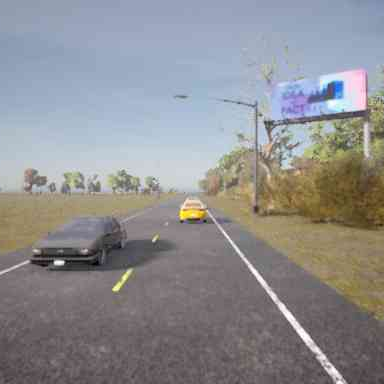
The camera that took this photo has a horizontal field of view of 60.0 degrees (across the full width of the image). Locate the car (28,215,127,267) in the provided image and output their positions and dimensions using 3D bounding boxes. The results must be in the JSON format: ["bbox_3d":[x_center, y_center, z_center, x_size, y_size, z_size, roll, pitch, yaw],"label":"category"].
[{"bbox_3d":[-3.585,1.529,11.644,2.033,1.411,5.357,0,0,0],"label":"car"}]

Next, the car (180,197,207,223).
[{"bbox_3d":[0.096,1.435,25.452,1.882,1.535,5.008,0,0,0],"label":"car"}]

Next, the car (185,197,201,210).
[{"bbox_3d":[0.108,1.405,43.219,1.882,1.535,5.008,0,0,0],"label":"car"}]
